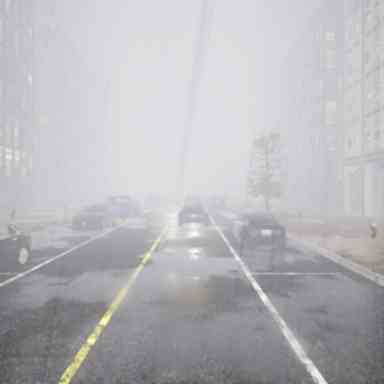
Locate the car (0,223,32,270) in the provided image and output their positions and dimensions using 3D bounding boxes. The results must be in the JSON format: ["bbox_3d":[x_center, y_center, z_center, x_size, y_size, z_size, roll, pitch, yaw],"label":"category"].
[{"bbox_3d":[-5.688,1.496,8.398,2.008,1.369,4.403,0,0,0],"label":"car"}]

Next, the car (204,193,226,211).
[{"bbox_3d":[2.691,1.196,36.844,1.967,1.590,4.097,0,0,0],"label":"car"}]

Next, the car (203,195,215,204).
[{"bbox_3d":[2.689,1.162,54.091,1.752,1.417,4.829,0,0,0],"label":"car"}]

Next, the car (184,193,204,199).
[{"bbox_3d":[0.096,1.076,41.432,2.097,1.767,4.553,0,0,0],"label":"car"}]

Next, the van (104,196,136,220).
[{"bbox_3d":[-5.688,1.174,25.473,1.690,1.788,3.998,0,0,0],"label":"van"}]

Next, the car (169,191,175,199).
[{"bbox_3d":[-5.694,0.963,82.224,1.752,1.417,4.829,0,0,0],"label":"car"}]

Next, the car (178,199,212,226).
[{"bbox_3d":[0.098,1.419,22.326,1.994,1.385,4.181,0,1,0],"label":"car"}]

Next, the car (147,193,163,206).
[{"bbox_3d":[-5.690,1.117,48.241,1.967,1.590,4.097,0,0,0],"label":"car"}]

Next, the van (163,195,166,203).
[{"bbox_3d":[-5.690,0.978,53.934,1.690,1.788,3.998,0,0,0],"label":"van"}]

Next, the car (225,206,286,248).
[{"bbox_3d":[2.692,1.474,14.078,1.947,1.339,4.313,0,0,0],"label":"car"}]

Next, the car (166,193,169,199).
[{"bbox_3d":[-5.692,1.163,59.627,1.947,1.339,4.313,0,0,0],"label":"car"}]

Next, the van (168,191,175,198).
[{"bbox_3d":[-5.694,0.695,93.777,1.690,1.788,3.998,0,0,0],"label":"van"}]

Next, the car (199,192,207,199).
[{"bbox_3d":[2.687,0.877,82.378,1.967,1.590,4.097,0,0,0],"label":"car"}]

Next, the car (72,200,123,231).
[{"bbox_3d":[-5.689,1.415,19.782,1.887,1.381,4.507,0,0,0],"label":"car"}]

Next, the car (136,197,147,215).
[{"bbox_3d":[-5.690,1.376,31.167,1.802,1.307,4.206,0,0,0],"label":"car"}]
